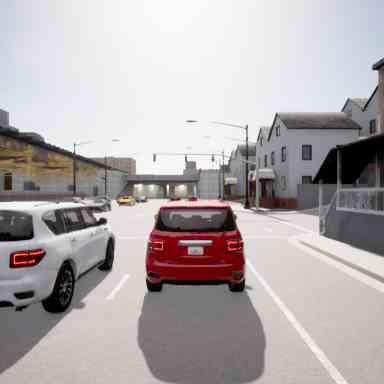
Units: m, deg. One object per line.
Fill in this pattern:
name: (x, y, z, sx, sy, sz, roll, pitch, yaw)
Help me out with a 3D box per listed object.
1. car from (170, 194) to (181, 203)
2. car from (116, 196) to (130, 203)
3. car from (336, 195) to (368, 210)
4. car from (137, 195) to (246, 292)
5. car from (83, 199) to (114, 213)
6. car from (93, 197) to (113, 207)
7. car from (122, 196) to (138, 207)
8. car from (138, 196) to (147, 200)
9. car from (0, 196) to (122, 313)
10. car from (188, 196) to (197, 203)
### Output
car: (-3.336, 1.352, 69.200, 2.097, 1.767, 4.553, 0, 0, 0)
car: (-13.847, 1.557, 67.314, 1.994, 1.385, 4.181, 0, 0, 0)
car: (14.229, 1.057, 28.762, 4.181, 1.385, 1.994, -14, 0, -1)
car: (0.099, 1.221, 9.068, 2.150, 2.045, 5.566, 0, 0, 1)
car: (-10.510, 1.547, 37.880, 2.033, 1.411, 5.357, 0, 0, 0)
car: (-13.966, 1.505, 52.358, 1.837, 1.490, 4.892, 0, 0, 0)
car: (-10.463, 1.477, 53.037, 1.882, 1.535, 5.008, 0, 0, 0)
car: (-10.341, 1.513, 68.059, 2.128, 1.511, 4.902, 0, 0, 0)
car: (-3.409, 1.221, 7.806, 2.150, 2.045, 5.566, 0, 0, 1)
car: (0.162, 1.502, 69.222, 1.837, 1.490, 4.892, 0, 0, 0)
